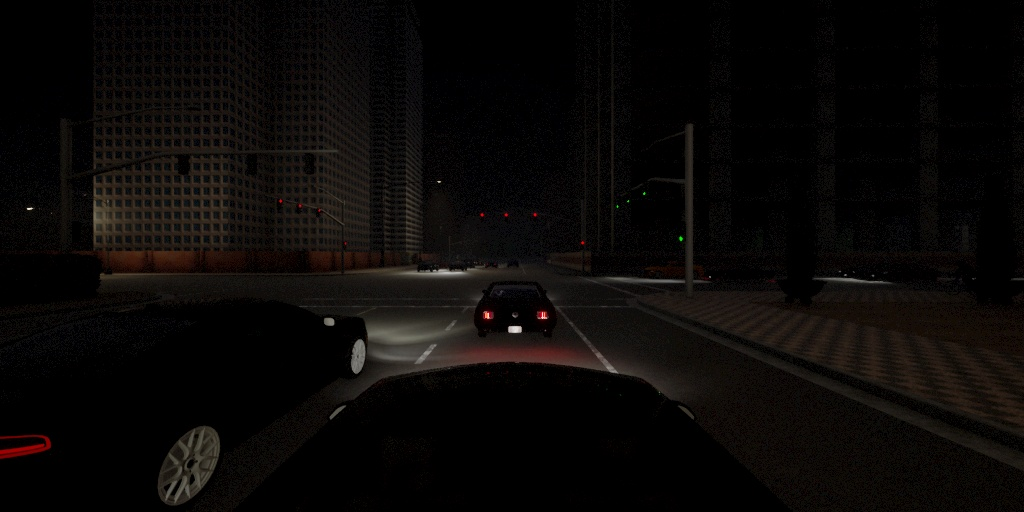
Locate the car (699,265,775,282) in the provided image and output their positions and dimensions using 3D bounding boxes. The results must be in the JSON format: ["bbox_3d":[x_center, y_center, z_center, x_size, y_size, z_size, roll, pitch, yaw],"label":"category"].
[{"bbox_3d":[17.909,1.351,28.430,4.718,1.301,1.895,0,0,0],"label":"car"}]

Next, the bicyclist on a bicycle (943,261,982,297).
[{"bbox_3d":[20.758,1.051,16.429,0.582,1.620,1.656,0,0,0],"label":"bicyclist on a bicycle"}]

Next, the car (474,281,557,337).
[{"bbox_3d":[0.074,1.351,10.227,1.895,1.301,4.718,0,0,0],"label":"car"}]

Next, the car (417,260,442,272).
[{"bbox_3d":[-10.755,1.228,46.115,1.882,1.535,5.008,0,0,1],"label":"car"}]

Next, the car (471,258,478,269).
[{"bbox_3d":[-7.075,1.254,57.681,1.837,1.490,4.892,0,0,1],"label":"car"}]

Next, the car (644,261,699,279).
[{"bbox_3d":[14.338,1.228,31.954,5.008,1.535,1.882,0,0,0],"label":"car"}]

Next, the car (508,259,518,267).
[{"bbox_3d":[0.208,1.227,64.009,1.882,1.535,5.008,0,0,1],"label":"car"}]

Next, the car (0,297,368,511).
[{"bbox_3d":[-3.452,1.228,4.278,1.882,1.535,5.008,0,0,1],"label":"car"}]

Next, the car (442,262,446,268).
[{"bbox_3d":[-10.618,1.351,55.457,1.895,1.301,4.718,0,0,1],"label":"car"}]

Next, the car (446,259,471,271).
[{"bbox_3d":[-7.223,1.351,48.465,1.895,1.301,4.718,0,0,1],"label":"car"}]

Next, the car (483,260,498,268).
[{"bbox_3d":[-3.343,1.351,60.897,1.895,1.301,4.718,0,0,1],"label":"car"}]

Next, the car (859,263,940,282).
[{"bbox_3d":[30.877,1.276,28.333,4.674,1.442,1.812,0,0,0],"label":"car"}]

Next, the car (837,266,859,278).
[{"bbox_3d":[32.281,1.297,31.835,5.357,1.411,2.033,0,0,0],"label":"car"}]
